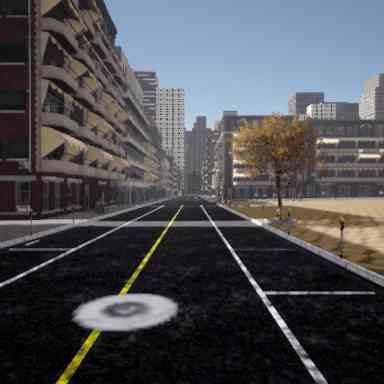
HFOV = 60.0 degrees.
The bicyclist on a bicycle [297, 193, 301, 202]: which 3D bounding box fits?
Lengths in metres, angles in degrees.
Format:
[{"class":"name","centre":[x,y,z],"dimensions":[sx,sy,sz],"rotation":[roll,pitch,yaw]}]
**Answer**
[{"class":"bicyclist on a bicycle","centre":[20.244,1.026,63.138],"dimensions":[0.582,1.620,1.656],"rotation":[-1,0,-1]}]
